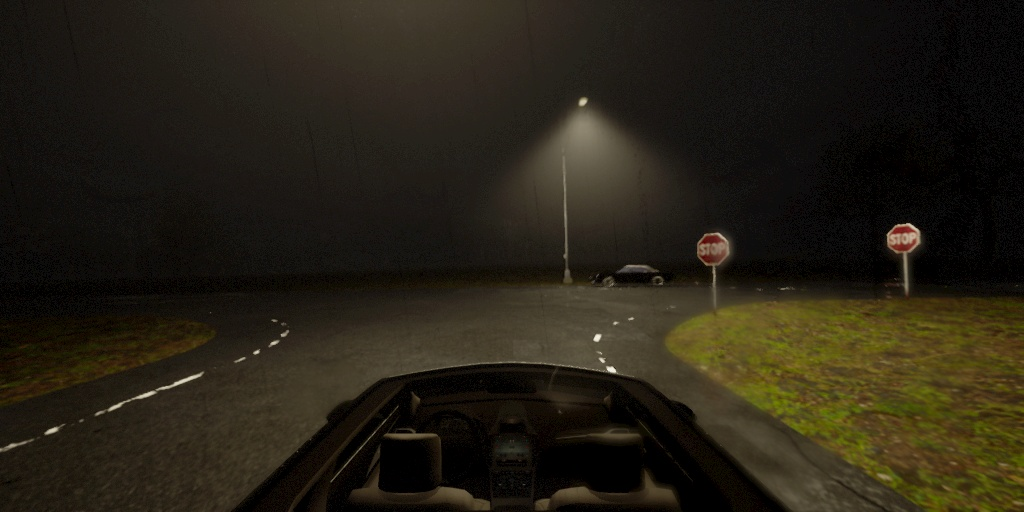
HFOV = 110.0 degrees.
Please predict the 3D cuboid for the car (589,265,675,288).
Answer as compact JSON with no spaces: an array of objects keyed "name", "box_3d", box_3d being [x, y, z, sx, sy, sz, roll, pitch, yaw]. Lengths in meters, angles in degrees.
[{"name":"car","box_3d":[7.155,1.220,21.802,4.718,1.301,1.895,-1,-2,-1]}]
